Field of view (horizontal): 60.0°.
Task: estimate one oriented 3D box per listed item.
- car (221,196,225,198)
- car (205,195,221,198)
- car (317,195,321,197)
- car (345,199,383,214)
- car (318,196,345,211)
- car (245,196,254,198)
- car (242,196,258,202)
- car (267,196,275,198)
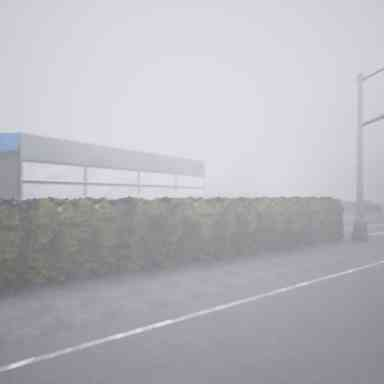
[{"bbox_3d":[7.128,1.779,83.585,4.514,1.523,2.007,1,0,-38],"label":"car"},{"bbox_3d":[3.399,1.498,71.989,4.605,1.855,1.932,1,0,-38],"label":"car"},{"bbox_3d":[26.887,1.581,69.902,3.866,1.878,1.905,1,0,-38],"label":"car"},{"bbox_3d":[19.498,1.633,37.173,4.514,1.523,2.007,1,0,-38],"label":"car"},{"bbox_3d":[17.550,1.627,39.632,5.027,1.636,2.152,1,0,-38],"label":"car"},{"bbox_3d":[10.404,1.678,61.664,4.514,1.523,2.007,1,0,-38],"label":"car"},{"bbox_3d":[14.952,1.759,84.961,3.806,1.475,1.970,1,0,-38],"label":"car"},{"bbox_3d":[19.110,1.674,80.062,5.027,1.636,2.152,1,0,-38],"label":"car"}]
